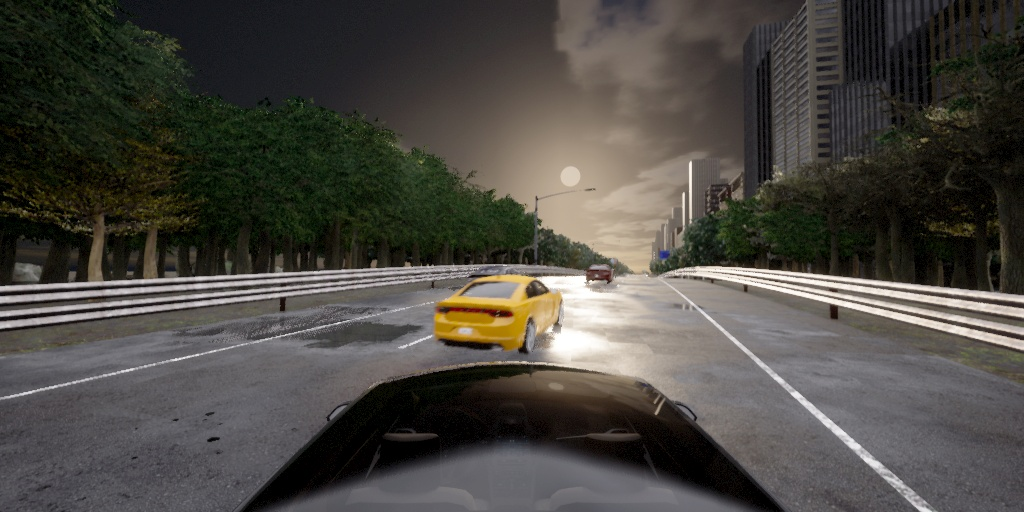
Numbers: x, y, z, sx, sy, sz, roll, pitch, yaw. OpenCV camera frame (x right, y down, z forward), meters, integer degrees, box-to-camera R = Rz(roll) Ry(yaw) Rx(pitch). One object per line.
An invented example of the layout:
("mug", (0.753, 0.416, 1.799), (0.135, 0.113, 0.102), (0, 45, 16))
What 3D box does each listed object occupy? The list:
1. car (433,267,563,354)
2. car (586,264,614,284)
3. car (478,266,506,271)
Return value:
("car", (-0.029, 1.227, 8.954), (1.882, 1.535, 5.008), (0, 0, 19))
("car", (7.356, 1.447, 29.855), (1.882, 1.535, 5.008), (0, -1, 19))
("car", (-0.596, 1.253, 17.853), (2.128, 1.511, 4.902), (0, 0, 19))
